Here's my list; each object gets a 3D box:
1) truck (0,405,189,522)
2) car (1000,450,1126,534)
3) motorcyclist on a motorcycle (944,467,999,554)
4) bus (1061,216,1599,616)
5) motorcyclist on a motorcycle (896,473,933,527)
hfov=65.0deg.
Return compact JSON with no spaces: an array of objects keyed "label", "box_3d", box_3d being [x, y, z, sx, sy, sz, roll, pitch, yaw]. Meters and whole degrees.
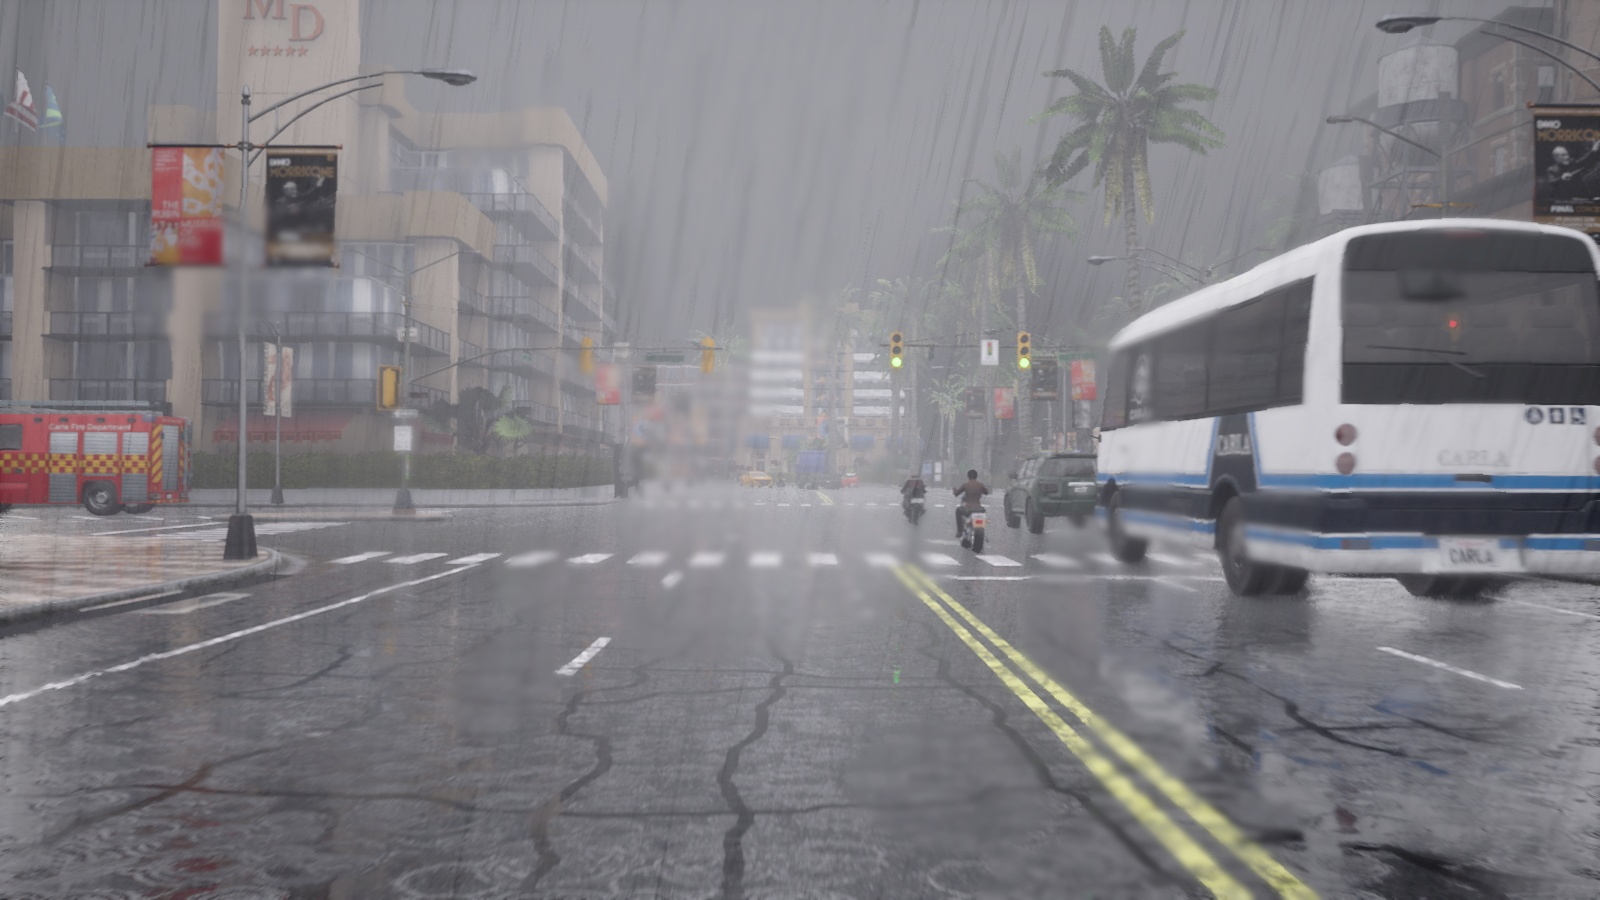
[{"label":"truck","box_3d":[-25.799,0.476,42.848,8.468,3.827,2.891,0,-1,-1]},{"label":"car","box_3d":[6.874,1.064,33.439,2.150,2.045,5.566,0,-1,0]},{"label":"motorcyclist on a motorcycle","box_3d":[3.406,1.172,25.138,0.766,1.649,2.350,0,-1,0]},{"label":"bus","box_3d":[6.926,-0.281,18.506,3.944,4.253,10.273,0,-1,0]},{"label":"motorcyclist on a motorcycle","box_3d":[3.362,1.455,37.008,0.866,1.530,2.191,0,-1,0]}]
